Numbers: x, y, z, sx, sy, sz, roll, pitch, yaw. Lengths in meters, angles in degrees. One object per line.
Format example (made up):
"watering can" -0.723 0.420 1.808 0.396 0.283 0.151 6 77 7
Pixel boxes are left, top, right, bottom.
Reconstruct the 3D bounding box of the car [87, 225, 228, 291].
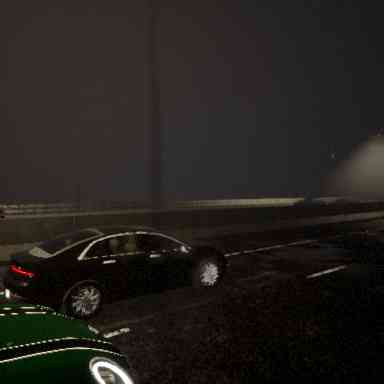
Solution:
"car" -1.320 1.502 7.320 4.892 1.490 1.837 0 0 -39

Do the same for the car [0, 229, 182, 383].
"car" -2.521 1.351 1.850 4.553 1.767 2.097 0 0 -39

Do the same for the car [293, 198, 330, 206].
"car" 15.403 1.506 43.568 5.357 1.411 2.033 0 0 -39

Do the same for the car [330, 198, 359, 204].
"car" 19.283 1.504 42.201 5.357 1.411 2.033 0 0 -39

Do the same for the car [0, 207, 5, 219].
"car" -10.710 1.220 13.505 5.566 2.045 2.150 0 0 -38

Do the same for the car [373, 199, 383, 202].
"car" 23.239 1.555 40.894 4.718 1.301 1.895 0 0 -39
